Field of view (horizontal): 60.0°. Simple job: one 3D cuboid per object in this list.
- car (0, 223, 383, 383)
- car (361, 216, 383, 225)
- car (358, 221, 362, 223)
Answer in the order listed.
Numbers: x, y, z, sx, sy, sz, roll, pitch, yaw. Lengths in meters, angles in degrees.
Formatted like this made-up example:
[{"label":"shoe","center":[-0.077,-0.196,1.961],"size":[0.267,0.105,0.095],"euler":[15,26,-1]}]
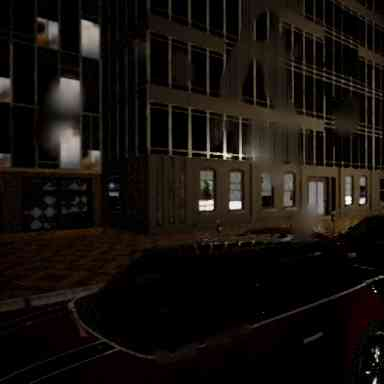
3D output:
[{"label":"car","center":[0.043,1.341,3.409],"size":[4.553,1.767,2.097],"euler":[0,0,-35]},{"label":"car","center":[6.510,1.495,11.198],"size":[4.313,1.339,1.947],"euler":[0,0,-35]},{"label":"car","center":[1.875,1.509,7.893],"size":[4.507,1.381,1.887],"euler":[0,0,-35]}]
